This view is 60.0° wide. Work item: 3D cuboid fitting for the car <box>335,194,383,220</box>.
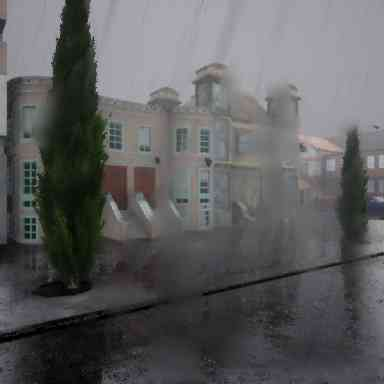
[{"bbox_3d":[14.854,1.221,27.848,2.150,2.045,5.566,0,0,-35],"label":"car"}]
